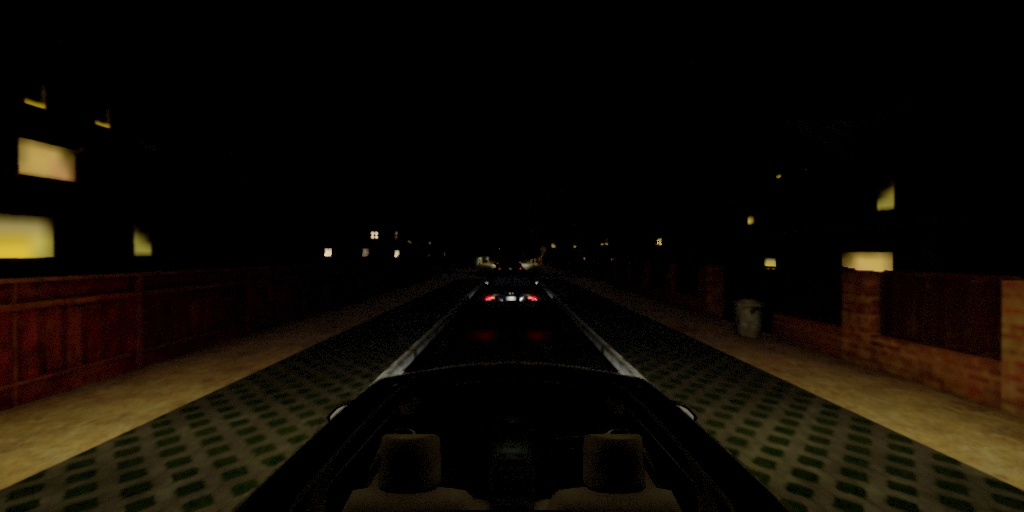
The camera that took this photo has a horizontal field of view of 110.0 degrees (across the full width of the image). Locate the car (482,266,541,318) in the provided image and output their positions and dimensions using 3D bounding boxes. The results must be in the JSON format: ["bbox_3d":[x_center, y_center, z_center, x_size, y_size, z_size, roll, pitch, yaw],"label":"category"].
[{"bbox_3d":[-0.014,1.240,12.663,2.033,1.411,5.357,0,0,0],"label":"car"}]

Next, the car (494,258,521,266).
[{"bbox_3d":[-0.338,0.972,28.850,2.097,1.767,4.553,0,0,-5],"label":"car"}]
